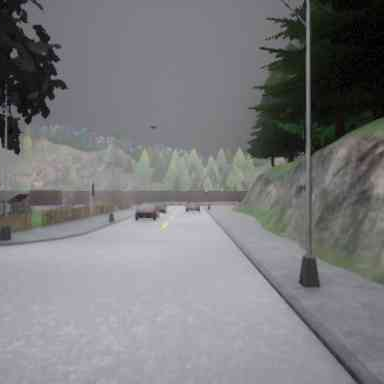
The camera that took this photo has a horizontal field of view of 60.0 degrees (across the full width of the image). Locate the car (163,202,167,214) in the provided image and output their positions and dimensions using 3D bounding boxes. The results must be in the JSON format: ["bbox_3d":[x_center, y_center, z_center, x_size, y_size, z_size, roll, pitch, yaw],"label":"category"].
[{"bbox_3d":[-4.090,1.939,41.443,2.033,1.411,5.357,0,-1,0],"label":"car"}]

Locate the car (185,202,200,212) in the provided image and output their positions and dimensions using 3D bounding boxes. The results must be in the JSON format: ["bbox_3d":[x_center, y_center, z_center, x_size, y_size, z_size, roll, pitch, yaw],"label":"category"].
[{"bbox_3d":[0.104,1.990,45.156,1.994,1.385,4.181,0,-1,0],"label":"car"}]

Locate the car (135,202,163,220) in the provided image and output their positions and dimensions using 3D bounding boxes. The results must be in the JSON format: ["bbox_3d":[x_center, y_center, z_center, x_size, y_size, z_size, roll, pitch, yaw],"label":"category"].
[{"bbox_3d":[-4.095,1.772,31.185,1.882,1.535,5.008,0,-1,0],"label":"car"}]
